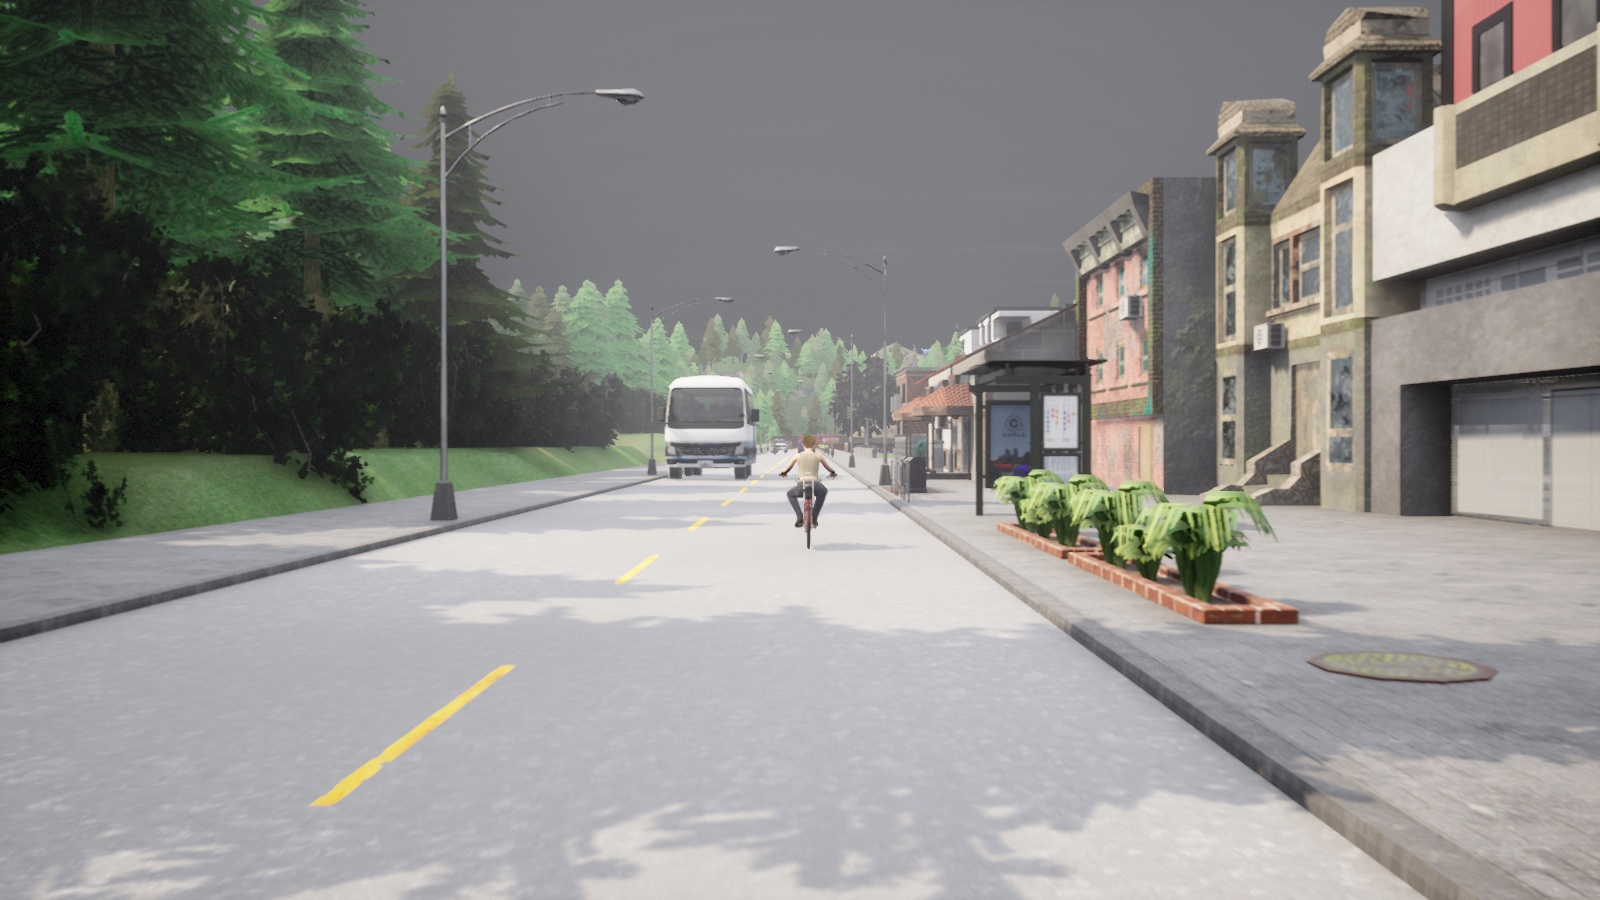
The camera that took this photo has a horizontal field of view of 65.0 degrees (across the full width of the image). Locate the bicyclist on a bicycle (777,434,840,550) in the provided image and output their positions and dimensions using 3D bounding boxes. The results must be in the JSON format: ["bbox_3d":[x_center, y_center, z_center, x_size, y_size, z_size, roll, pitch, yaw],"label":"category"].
[{"bbox_3d":[0.121,0.581,18.144,0.866,1.612,1.509,0,0,0],"label":"bicyclist on a bicycle"}]

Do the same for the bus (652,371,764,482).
[{"bbox_3d":[-3.687,-0.933,53.235,3.944,4.253,10.273,0,0,0],"label":"bus"}]
